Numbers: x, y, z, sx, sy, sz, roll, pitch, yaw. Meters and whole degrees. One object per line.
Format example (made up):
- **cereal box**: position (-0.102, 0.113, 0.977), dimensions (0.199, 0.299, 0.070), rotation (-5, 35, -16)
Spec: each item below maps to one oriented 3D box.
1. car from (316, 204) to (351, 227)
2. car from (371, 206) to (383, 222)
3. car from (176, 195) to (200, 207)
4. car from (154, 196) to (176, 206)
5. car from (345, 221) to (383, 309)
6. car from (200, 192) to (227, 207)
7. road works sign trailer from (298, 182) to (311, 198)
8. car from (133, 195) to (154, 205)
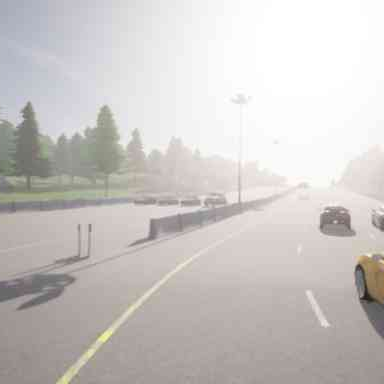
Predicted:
- **car**: position (9.723, 1.596, 22.864), dimensions (1.837, 1.490, 4.892), rotation (1, 0, 20)
- **car**: position (12.978, 1.624, 21.581), dimensions (2.128, 1.511, 4.902), rotation (1, 0, 20)
- **car**: position (-0.138, 1.199, 47.332), dimensions (1.882, 1.535, 5.008), rotation (1, 1, 20)
- **car**: position (-3.373, 1.243, 48.664), dimensions (1.994, 1.385, 4.181), rotation (1, 1, 20)
- **car**: position (4.246, 1.546, 5.369), dimensions (1.882, 1.535, 5.008), rotation (1, 0, 9)
- **car**: position (3.364, 0.979, 46.705), dimensions (2.150, 2.045, 5.566), rotation (1, 1, 20)
- **road works sign trailer**: position (25.949, -0.448, 77.700), dimensions (2.380, 3.560, 2.880), rotation (1, 2, 18)
- **car**: position (-6.755, 1.188, 49.598), dimensions (2.033, 1.411, 5.357), rotation (1, 1, 20)
